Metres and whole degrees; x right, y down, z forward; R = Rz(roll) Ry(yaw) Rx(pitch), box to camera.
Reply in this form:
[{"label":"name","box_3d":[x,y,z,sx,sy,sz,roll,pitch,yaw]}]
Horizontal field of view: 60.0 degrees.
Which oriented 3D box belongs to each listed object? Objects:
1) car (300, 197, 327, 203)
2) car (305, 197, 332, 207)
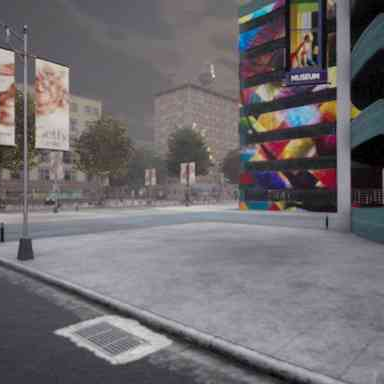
[{"label":"car","box_3d":[14.208,1.386,39.293,2.002,1.452,4.674,0,0,43]},{"label":"car","box_3d":[19.479,1.496,51.039,2.161,1.482,4.786,0,0,43]}]
